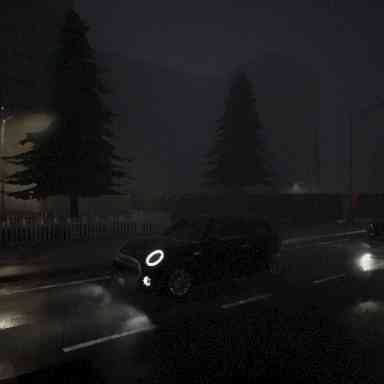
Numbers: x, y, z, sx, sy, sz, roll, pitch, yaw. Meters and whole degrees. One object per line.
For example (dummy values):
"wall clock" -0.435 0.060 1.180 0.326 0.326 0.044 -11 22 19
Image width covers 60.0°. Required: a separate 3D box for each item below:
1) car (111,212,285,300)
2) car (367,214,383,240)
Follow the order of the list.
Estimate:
"car" 0.289 1.355 8.538 4.553 1.767 2.097 0 0 -36
"car" 10.263 1.477 15.805 5.008 1.535 1.882 0 0 -36
